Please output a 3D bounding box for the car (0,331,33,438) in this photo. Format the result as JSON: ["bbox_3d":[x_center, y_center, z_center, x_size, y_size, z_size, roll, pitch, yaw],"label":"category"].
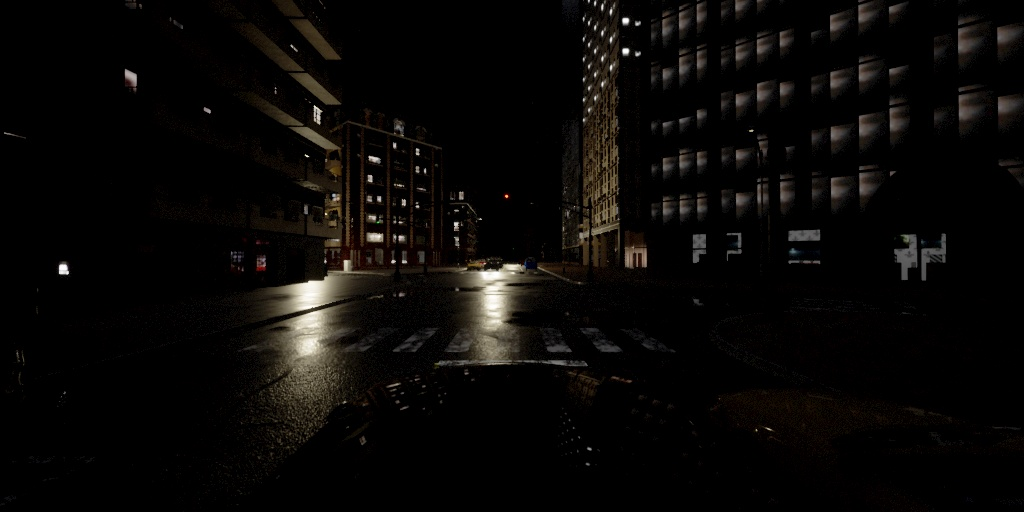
[{"bbox_3d":[-5.318,1.064,1.095,2.192,1.841,5.009,0,0,0],"label":"car"}]

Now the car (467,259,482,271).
[{"bbox_3d":[-5.255,1.320,49.925,1.751,1.417,4.829,0,0,0],"label":"car"}]

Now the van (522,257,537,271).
[{"bbox_3d":[2.626,1.136,50.084,1.690,1.789,3.998,0,0,0],"label":"van"}]

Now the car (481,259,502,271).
[{"bbox_3d":[-2.788,1.394,49.248,1.895,1.301,4.718,0,0,0],"label":"car"}]

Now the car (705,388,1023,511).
[{"bbox_3d":[2.563,1.275,1.261,1.751,1.417,4.829,0,0,0],"label":"car"}]

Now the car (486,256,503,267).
[{"bbox_3d":[-2.764,1.034,59.620,2.150,2.045,5.566,0,0,0],"label":"car"}]
